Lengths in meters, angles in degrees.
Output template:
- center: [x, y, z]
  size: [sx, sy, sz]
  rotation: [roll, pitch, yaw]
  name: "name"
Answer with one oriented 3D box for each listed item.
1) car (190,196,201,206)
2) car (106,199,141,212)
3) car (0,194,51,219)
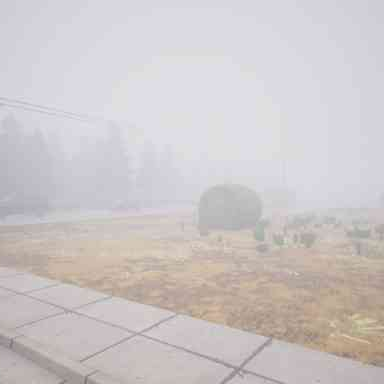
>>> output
- center: [1.710, 1.378, 52.944]
  size: [2.097, 1.767, 4.553]
  rotation: [0, 0, 37]
  name: "car"
- center: [-8.072, 1.552, 39.789]
  size: [1.812, 1.442, 4.674]
  rotation: [0, 0, 36]
  name: "car"
- center: [-15.513, 1.248, 29.733]
  size: [2.150, 2.045, 5.566]
  rotation: [0, 0, 36]
  name: "car"
